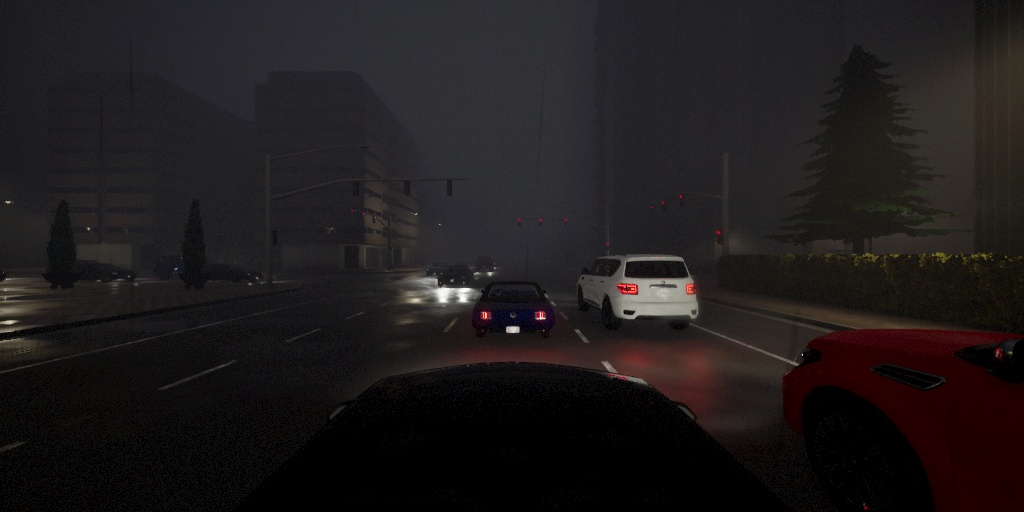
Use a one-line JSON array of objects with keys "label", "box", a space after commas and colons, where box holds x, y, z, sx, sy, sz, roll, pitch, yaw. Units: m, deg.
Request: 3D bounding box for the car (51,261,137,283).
[{"label": "car", "box": [-31.591, 1.276, 27.399, 4.674, 1.442, 1.812, 0, 0, 1]}]

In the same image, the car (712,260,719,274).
[{"label": "car", "box": [20.821, 1.228, 37.652, 5.008, 1.535, 1.882, 0, 0, 1]}]

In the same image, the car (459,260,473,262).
[{"label": "car", "box": [-7.175, 1.314, 52.240, 1.994, 1.385, 4.181, 0, 0, 0]}]

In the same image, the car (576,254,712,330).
[{"label": "car", "box": [3.574, 0.971, 11.321, 2.150, 2.045, 5.566, 0, 0, -2]}]

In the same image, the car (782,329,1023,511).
[{"label": "car", "box": [3.601, 0.971, 0.960, 2.150, 2.045, 5.566, 0, 0, 0]}]

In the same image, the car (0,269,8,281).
[{"label": "car", "box": [-41.844, 1.276, 27.486, 4.674, 1.442, 1.812, 0, 0, 1]}]

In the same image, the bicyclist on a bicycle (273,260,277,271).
[{"label": "bicyclist on a bicycle", "box": [-28.698, 1.051, 42.856, 0.582, 1.620, 1.656, 0, 0, 0]}]

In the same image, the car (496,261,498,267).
[{"label": "car", "box": [-3.665, 1.255, 63.972, 1.837, 1.490, 4.892, 0, 0, 0]}]

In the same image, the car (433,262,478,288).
[{"label": "car", "box": [-3.636, 1.314, 23.747, 1.994, 1.385, 4.181, 0, 0, 0]}]

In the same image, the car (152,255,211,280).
[{"label": "car", "box": [-27.503, 0.972, 30.863, 5.566, 2.045, 2.150, 0, 0, 0]}]

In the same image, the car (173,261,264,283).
[{"label": "car", "box": [-22.007, 1.297, 27.292, 5.357, 1.411, 2.033, 0, 0, 1]}]

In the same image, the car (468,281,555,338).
[{"label": "car", "box": [0.044, 1.351, 10.192, 1.895, 1.301, 4.718, 0, 0, 0]}]

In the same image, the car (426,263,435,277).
[{"label": "car", "box": [-7.154, 1.351, 35.487, 1.895, 1.301, 4.718, 0, 0, 0]}]

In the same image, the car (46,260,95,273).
[{"label": "car", "box": [-36.972, 1.102, 30.947, 4.553, 1.767, 2.097, 0, 0, 1]}]

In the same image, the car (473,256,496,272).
[{"label": "car", "box": [-3.561, 0.970, 46.630, 2.150, 2.045, 5.566, 0, 0, -2]}]
